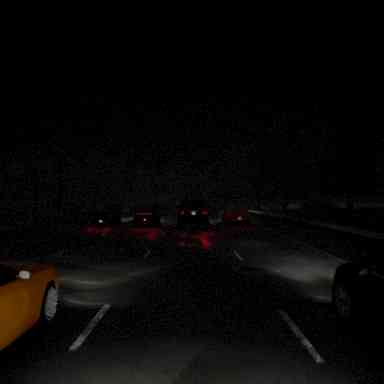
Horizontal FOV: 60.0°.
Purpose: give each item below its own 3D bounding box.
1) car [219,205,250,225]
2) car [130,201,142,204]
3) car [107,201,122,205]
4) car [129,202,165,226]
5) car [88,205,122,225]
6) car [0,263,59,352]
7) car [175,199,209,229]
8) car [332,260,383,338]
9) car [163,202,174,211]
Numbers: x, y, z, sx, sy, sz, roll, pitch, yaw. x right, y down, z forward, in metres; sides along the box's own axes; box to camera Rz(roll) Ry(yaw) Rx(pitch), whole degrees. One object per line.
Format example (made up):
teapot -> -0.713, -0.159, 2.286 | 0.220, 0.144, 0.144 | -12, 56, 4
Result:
car -> 3.437, 1.851, 27.415 | 1.882, 1.535, 5.008 | 0, -1, -3
car -> -8.775, 2.202, 53.398 | 1.882, 1.535, 5.008 | 0, -1, -22
car -> -12.406, 2.197, 53.048 | 1.882, 1.535, 5.008 | 0, -1, -22
car -> -3.549, 1.856, 26.741 | 2.128, 1.511, 4.902 | 0, -1, -3
car -> -7.066, 1.976, 27.574 | 1.895, 1.301, 4.718 | 0, -1, -3
car -> -3.399, 1.537, 4.238 | 1.882, 1.535, 5.008 | 0, -1, 0
car -> 0.051, 1.560, 24.779 | 2.150, 2.045, 5.566 | 0, -1, -1
car -> 3.601, 1.555, 4.477 | 2.128, 1.511, 4.902 | 0, -1, 0
car -> -5.142, 2.277, 53.731 | 2.033, 1.411, 5.357 | 0, -1, -22
